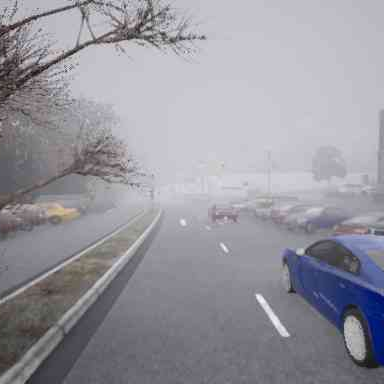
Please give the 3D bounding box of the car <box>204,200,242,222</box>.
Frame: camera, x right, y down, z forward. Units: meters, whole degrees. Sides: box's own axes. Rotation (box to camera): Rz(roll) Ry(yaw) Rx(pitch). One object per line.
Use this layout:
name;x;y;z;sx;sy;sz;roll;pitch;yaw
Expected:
car;2.323;1.588;26.339;1.895;1.301;4.718;0;0;-3

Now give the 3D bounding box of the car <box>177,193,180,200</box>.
car;-0.468;1.358;92.439;5.566;2.045;2.435;0;0;-30

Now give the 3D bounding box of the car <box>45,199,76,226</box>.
car;-10.925;1.502;22.429;5.366;1.575;1.946;-1;0;-23

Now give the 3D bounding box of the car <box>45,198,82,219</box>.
car;-11.419;1.507;25.237;5.366;1.575;1.946;-1;0;-23

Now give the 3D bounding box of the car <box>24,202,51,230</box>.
car;-10.951;1.547;19.394;4.674;1.452;2.002;-1;0;-22

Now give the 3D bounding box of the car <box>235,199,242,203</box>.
car;6.787;1.333;30.973;4.553;1.767;2.185;1;0;-24

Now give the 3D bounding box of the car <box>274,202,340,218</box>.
car;7.376;1.506;18.893;4.674;1.452;2.002;1;0;-22

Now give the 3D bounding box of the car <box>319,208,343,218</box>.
car;7.572;1.509;12.859;4.674;1.452;2.002;1;0;-22

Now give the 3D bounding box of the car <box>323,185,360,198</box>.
car;21.475;0.173;48.752;2.002;1.452;4.674;-7;4;-29

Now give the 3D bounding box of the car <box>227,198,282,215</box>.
car;6.386;1.451;33.899;5.366;1.575;1.946;1;0;-24

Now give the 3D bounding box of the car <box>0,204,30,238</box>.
car;-10.828;1.547;16.436;4.674;1.452;2.002;-1;0;-22

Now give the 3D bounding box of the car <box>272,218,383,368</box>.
car;3.026;1.473;5.762;1.882;1.535;5.008;0;0;-1

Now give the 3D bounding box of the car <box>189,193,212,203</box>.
car;2.359;1.517;74.596;4.553;1.767;2.185;0;0;-29

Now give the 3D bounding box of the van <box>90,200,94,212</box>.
van;-11.510;1.280;31.270;4.442;1.987;1.878;-1;0;-24

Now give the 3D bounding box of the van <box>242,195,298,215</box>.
van;6.835;1.233;27.897;4.442;1.987;1.878;1;0;-24

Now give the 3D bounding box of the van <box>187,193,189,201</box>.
van;1.836;1.410;77.528;4.442;1.987;1.878;0;0;-29

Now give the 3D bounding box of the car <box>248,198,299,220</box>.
car;7.108;1.463;24.930;4.892;1.521;2.231;1;0;-23

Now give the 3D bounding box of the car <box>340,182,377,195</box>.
car;24.435;-0.406;49.192;2.435;2.045;5.566;-7;4;-29

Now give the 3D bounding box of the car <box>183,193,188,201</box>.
car;1.443;1.380;80.541;5.566;2.045;2.435;1;0;-29

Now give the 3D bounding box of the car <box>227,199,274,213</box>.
car;6.522;1.490;36.957;4.792;1.488;2.163;1;0;-25

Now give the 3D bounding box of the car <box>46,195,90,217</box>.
car;-11.391;1.381;28.278;4.553;1.767;2.185;-1;0;-23

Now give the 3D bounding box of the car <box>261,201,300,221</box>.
car;7.241;1.503;21.915;4.674;1.452;2.002;1;0;-23

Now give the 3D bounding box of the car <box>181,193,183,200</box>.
car;1.008;1.374;83.547;5.566;2.045;2.435;0;0;-29

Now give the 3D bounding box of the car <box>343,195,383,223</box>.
car;7.628;1.220;9.820;5.566;2.045;2.435;1;0;-22
